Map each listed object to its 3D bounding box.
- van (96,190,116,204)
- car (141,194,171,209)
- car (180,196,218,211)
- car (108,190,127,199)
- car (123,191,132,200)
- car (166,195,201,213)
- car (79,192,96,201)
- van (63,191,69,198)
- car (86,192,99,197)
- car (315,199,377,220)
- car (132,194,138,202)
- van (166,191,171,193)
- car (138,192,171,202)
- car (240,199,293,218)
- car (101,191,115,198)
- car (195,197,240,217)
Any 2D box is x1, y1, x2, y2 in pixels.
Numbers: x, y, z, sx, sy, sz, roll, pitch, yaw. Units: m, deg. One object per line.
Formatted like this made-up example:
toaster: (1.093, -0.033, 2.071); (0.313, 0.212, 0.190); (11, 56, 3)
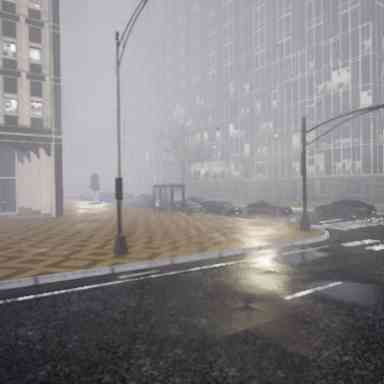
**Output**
van: (-13.394, 0.882, 52.823); (1.690, 1.788, 3.998); (-1, 1, -34)
car: (-3.821, 1.265, 38.718); (1.947, 1.339, 4.313); (-1, 1, -34)
car: (0.721, 1.212, 36.737); (1.812, 1.442, 4.674); (-1, 1, -34)
car: (-16.094, 0.533, 71.627); (2.192, 1.841, 5.009); (-1, 1, -34)
car: (-12.886, 0.854, 66.938); (1.802, 1.307, 4.206); (-1, 1, -34)
car: (-0.663, 1.334, 33.993); (1.802, 1.307, 4.206); (-1, 1, -34)
car: (-19.806, 0.984, 62.212); (2.008, 1.369, 4.403); (-1, 1, -34)
van: (-29.425, 0.612, 76.288); (1.690, 1.788, 3.998); (-1, 1, -34)
car: (-25.711, 0.606, 85.708); (2.008, 1.369, 4.403); (-1, 1, -34)
car: (11.863, 1.290, 25.956); (1.812, 1.442, 4.674); (-1, 1, -32)
car: (-7.554, 0.951, 54.529); (1.837, 1.490, 4.892); (-1, 1, -35)
van: (-3.269, 0.774, 52.855); (1.690, 1.788, 3.998); (-1, 1, -34)
car: (-5.123, 1.096, 45.318); (1.837, 1.490, 4.892); (-1, 1, -34)
car: (6.477, 1.343, 28.314); (1.994, 1.385, 4.181); (-1, 1, -34)
car: (-19.299, 0.604, 76.321); (1.967, 1.590, 4.097); (-1, 1, -34)
car: (2.529, 1.370, 29.288); (1.947, 1.339, 4.313); (-1, 1, -34)
